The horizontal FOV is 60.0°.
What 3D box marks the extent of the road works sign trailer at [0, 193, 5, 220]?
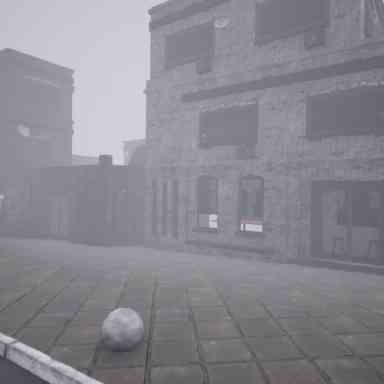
[{"bbox_3d":[-8.721,1.014,13.173,2.880,2.380,3.560,7,-7,-41],"label":"road works sign trailer"}]
